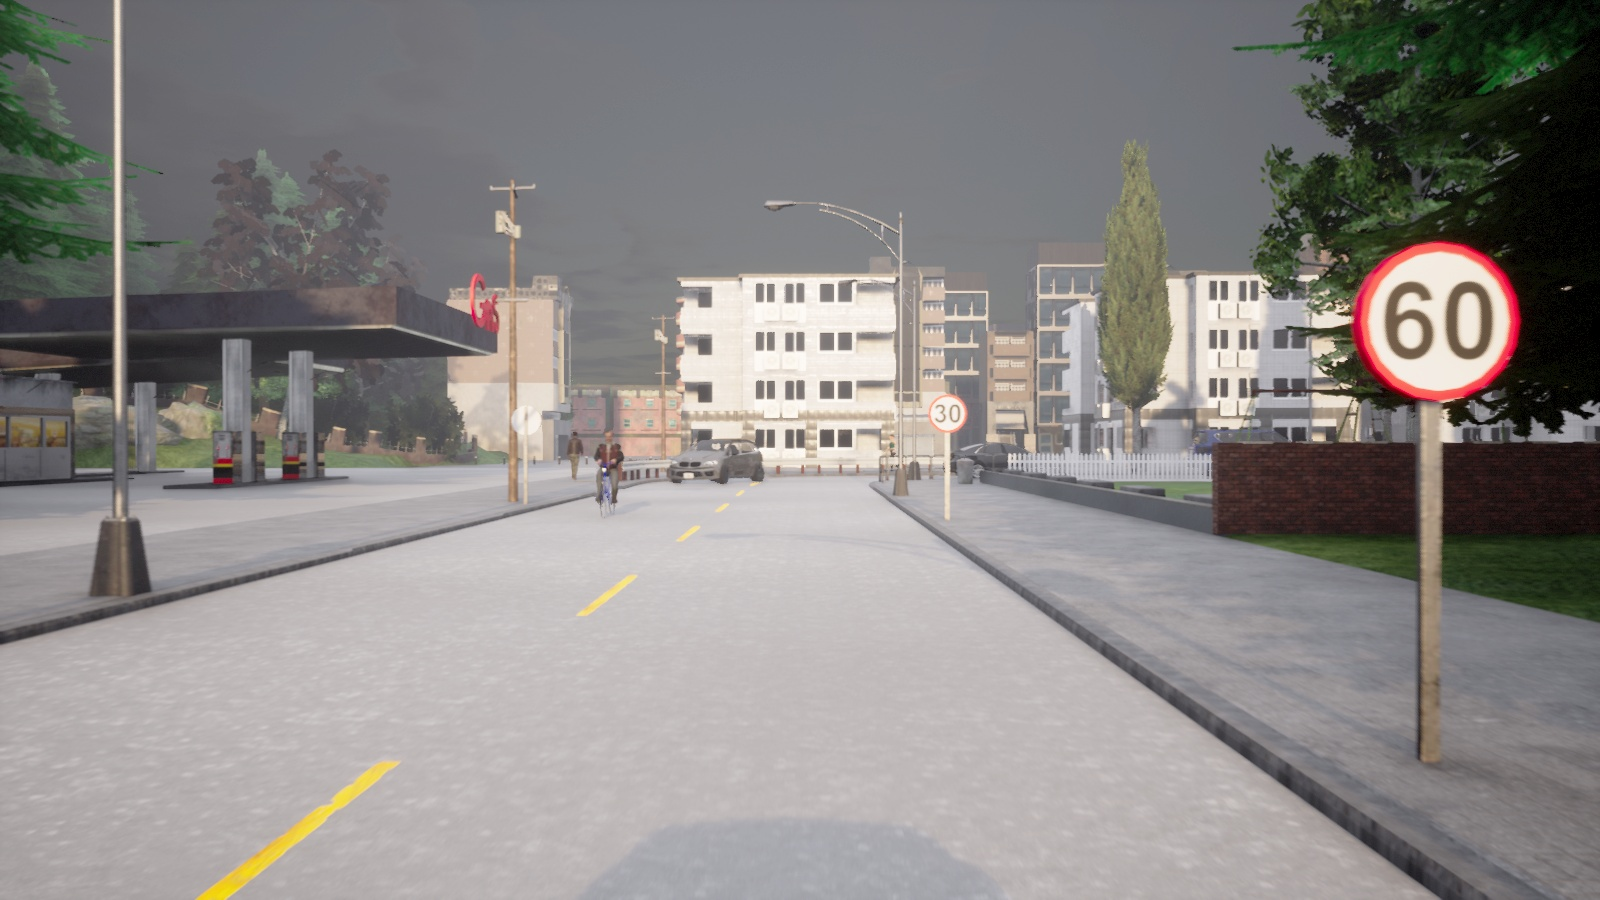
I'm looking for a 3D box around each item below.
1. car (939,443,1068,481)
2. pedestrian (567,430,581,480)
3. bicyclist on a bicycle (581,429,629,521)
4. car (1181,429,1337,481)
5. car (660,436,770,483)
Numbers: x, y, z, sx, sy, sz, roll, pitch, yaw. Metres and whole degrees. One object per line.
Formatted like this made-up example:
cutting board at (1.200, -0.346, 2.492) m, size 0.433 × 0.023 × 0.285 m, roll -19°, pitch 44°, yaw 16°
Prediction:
car at (8.273, 0.470, 51.188) m, size 4.892 × 1.490 × 1.837 m, roll 0°, pitch 0°, yaw -12°
pedestrian at (-8.491, 0.183, 47.239) m, size 0.431 × 1.840 × 0.703 m, roll 0°, pitch 0°, yaw -4°
bicyclist on a bicycle at (-3.857, 0.473, 24.956) m, size 0.659 × 1.776 × 1.843 m, roll 0°, pitch 0°, yaw 0°
car at (18.675, 0.191, 51.292) m, size 5.566 × 2.045 × 2.150 m, roll 0°, pitch 0°, yaw 1°
car at (-3.100, 0.326, 46.727) m, size 2.242 × 1.667 × 4.611 m, roll 0°, pitch 0°, yaw 23°
